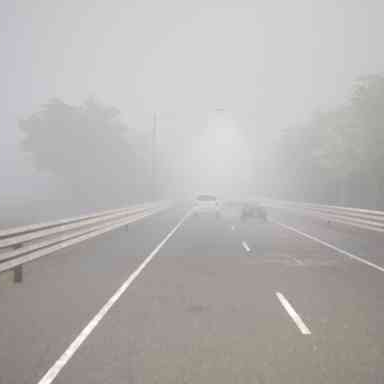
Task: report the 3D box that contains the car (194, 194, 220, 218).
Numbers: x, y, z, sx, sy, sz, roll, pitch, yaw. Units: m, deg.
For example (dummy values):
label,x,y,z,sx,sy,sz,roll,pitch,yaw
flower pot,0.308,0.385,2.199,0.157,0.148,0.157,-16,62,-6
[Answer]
label,x,y,z,sx,sy,sz,roll,pitch,yaw
car,1.360,1.151,29.983,2.150,2.045,5.566,0,0,3

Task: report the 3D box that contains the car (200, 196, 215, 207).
label,x,y,z,sx,sy,sz,roll,pitch,yaw
car,2.347,1.389,49.993,2.128,1.511,4.902,0,0,3

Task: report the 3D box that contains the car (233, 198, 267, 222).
label,x,y,z,sx,sy,sz,roll,pitch,yaw
car,4.660,1.444,26.099,2.128,1.511,4.902,0,0,3

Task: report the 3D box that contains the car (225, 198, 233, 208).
label,x,y,z,sx,sy,sz,roll,pitch,yaw
car,5.710,1.517,47.150,1.895,1.301,4.718,0,0,3
